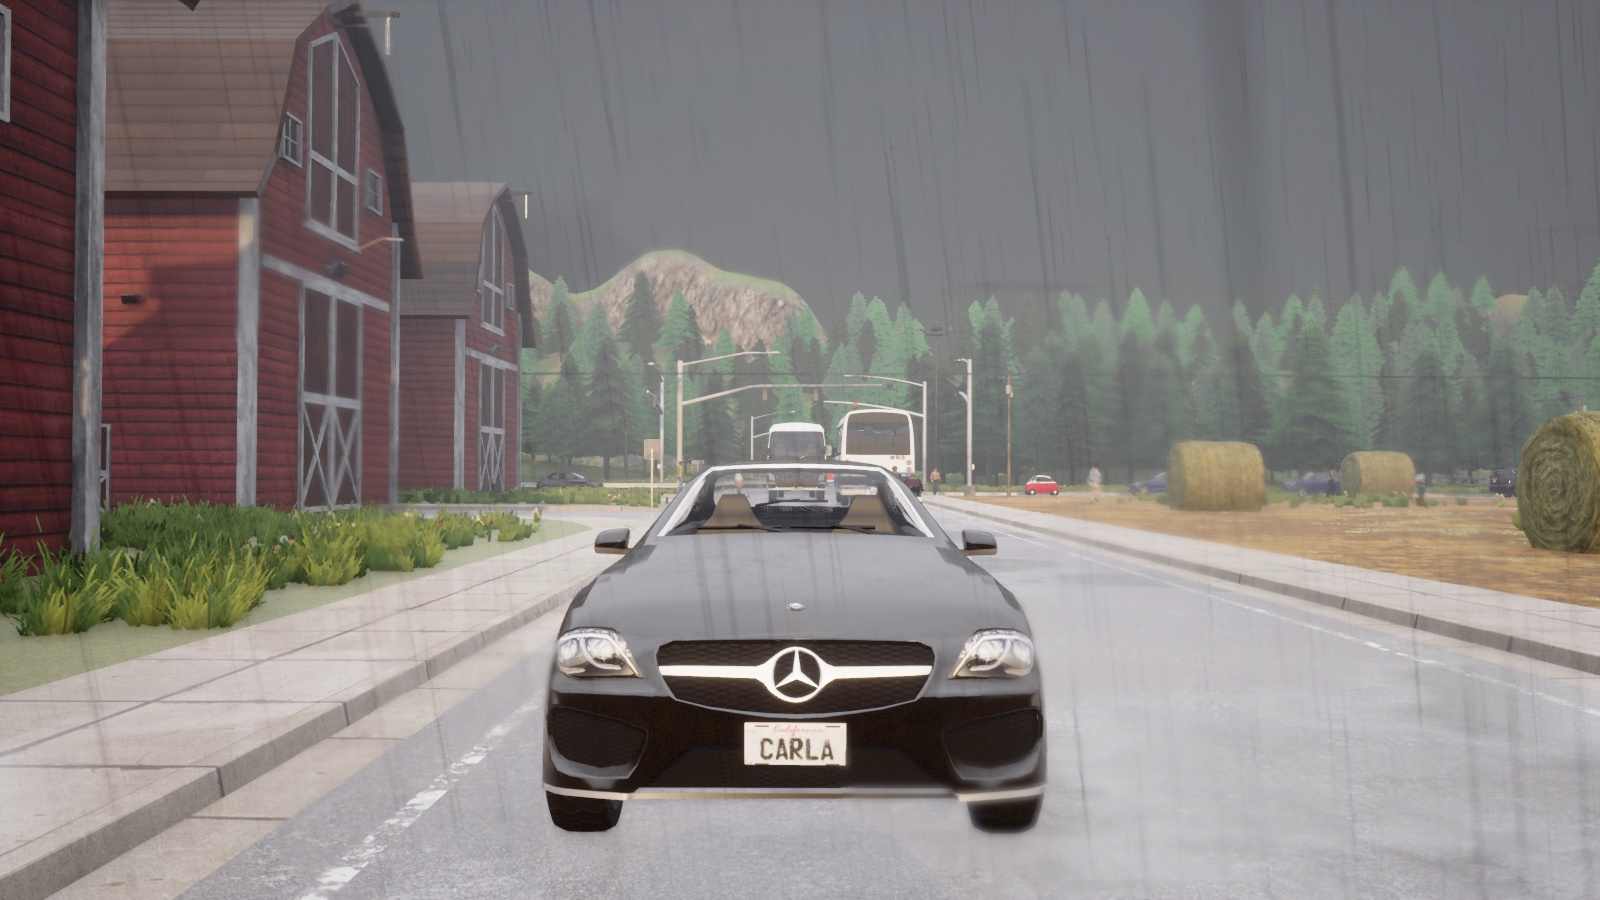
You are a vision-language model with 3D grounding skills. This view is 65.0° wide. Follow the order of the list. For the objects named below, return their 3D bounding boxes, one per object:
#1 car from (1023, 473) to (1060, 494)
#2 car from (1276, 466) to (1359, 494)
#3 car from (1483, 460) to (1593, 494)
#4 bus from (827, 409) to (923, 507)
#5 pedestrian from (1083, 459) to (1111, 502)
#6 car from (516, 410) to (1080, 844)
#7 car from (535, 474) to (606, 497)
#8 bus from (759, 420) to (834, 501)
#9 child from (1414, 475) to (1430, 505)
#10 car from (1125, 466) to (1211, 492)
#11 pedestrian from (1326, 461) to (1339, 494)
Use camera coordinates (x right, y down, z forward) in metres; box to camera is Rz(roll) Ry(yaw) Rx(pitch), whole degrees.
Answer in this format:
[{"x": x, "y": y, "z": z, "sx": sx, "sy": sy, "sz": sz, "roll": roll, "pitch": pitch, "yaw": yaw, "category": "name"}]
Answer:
[{"x": 15.880, "y": 2.216, "z": 82.614, "sx": 2.207, "sy": 1.376, "sz": 1.481, "roll": 0, "pitch": -1, "yaw": 1, "category": "car"}, {"x": 33.914, "y": 1.943, "z": 82.336, "sx": 4.553, "sy": 1.767, "sz": 2.097, "roll": 0, "pitch": -1, "yaw": 1, "category": "car"}, {"x": 46.188, "y": 1.693, "z": 78.649, "sx": 5.566, "sy": 2.045, "sz": 2.150, "roll": 0, "pitch": -1, "yaw": 1, "category": "car"}, {"x": 3.349, "y": 0.417, "z": 59.418, "sx": 3.944, "sy": 4.253, "sz": 10.273, "roll": 0, "pitch": -1, "yaw": 0, "category": "bus"}, {"x": 12.921, "y": 1.330, "z": 54.629, "sx": 0.900, "sy": 1.855, "sz": 0.874, "roll": -1, "pitch": -1, "yaw": 36, "category": "pedestrian"}, {"x": -0.019, "y": 0.716, "z": 7.320, "sx": 2.152, "sy": 1.651, "sz": 5.027, "roll": 0, "pitch": -1, "yaw": 0, "category": "car"}, {"x": -14.528, "y": 2.246, "z": 79.589, "sx": 4.193, "sy": 1.474, "sz": 1.816, "roll": 0, "pitch": -1, "yaw": 1, "category": "car"}, {"x": -0.181, "y": 0.638, "z": 71.583, "sx": 3.944, "sy": 4.253, "sz": 10.273, "roll": 0, "pitch": -1, "yaw": 0, "category": "bus"}, {"x": 24.490, "y": 1.577, "z": 49.436, "sx": 0.448, "sy": 1.192, "sz": 0.343, "roll": 0, "pitch": -1, "yaw": -8, "category": "child"}, {"x": 24.154, "y": 1.905, "z": 82.490, "sx": 5.027, "sy": 1.651, "sz": 2.152, "roll": 0, "pitch": -1, "yaw": 1, "category": "car"}, {"x": 29.784, "y": 1.534, "z": 70.240, "sx": 0.594, "sy": 1.836, "sz": 0.345, "roll": -1, "pitch": -1, "yaw": 17, "category": "pedestrian"}]
